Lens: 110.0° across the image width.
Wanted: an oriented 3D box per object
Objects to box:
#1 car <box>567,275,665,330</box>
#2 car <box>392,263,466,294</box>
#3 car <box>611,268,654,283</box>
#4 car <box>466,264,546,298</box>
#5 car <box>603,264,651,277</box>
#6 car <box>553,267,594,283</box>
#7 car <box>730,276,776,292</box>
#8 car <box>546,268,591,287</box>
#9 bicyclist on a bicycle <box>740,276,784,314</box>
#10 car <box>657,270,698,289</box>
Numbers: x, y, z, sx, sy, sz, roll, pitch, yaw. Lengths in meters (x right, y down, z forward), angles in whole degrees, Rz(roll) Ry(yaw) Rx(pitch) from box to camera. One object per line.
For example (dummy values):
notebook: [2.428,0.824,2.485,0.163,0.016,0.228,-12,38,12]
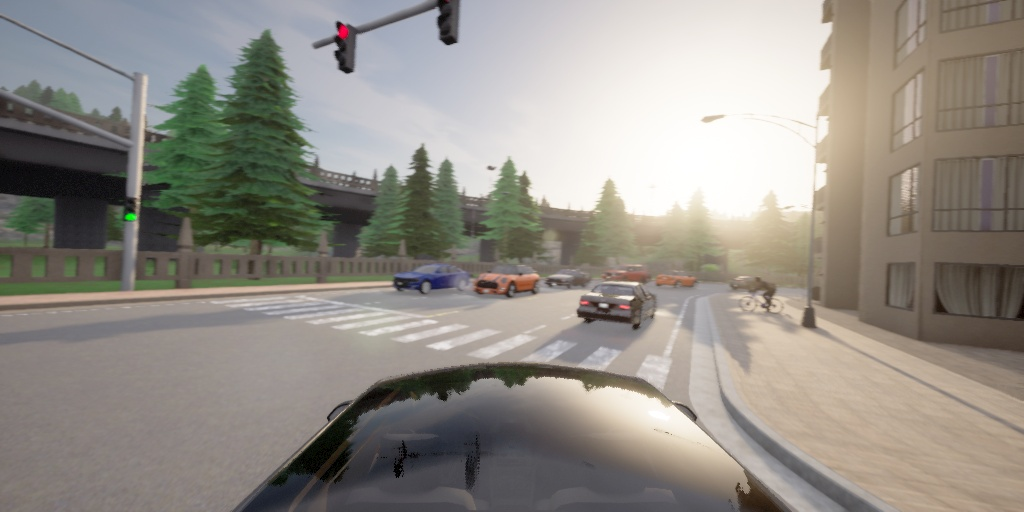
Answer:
car: [3.887,1.578,12.659,2.033,1.411,5.357,3,-1,29]
car: [-4.288,1.156,19.700,1.882,1.535,5.008,3,-1,28]
car: [14.285,2.325,42.404,5.008,1.535,1.882,3,-1,-30]
car: [-0.192,1.242,19.921,2.097,1.767,4.553,3,-1,29]
car: [11.439,1.862,36.110,5.566,2.045,2.150,3,-1,-39]
car: [6.186,1.934,35.868,1.994,1.385,4.181,2,-1,44]
car: [23.679,2.751,35.171,4.902,1.511,2.128,3,-1,-21]
car: [4.517,1.759,28.288,2.033,1.411,5.357,3,-1,33]
bicyclist on a bicycle: [11.241,1.741,16.150,1.656,1.620,0.582,2,-1,28]
car: [16.247,2.231,35.190,4.553,1.767,2.097,3,-1,-36]
